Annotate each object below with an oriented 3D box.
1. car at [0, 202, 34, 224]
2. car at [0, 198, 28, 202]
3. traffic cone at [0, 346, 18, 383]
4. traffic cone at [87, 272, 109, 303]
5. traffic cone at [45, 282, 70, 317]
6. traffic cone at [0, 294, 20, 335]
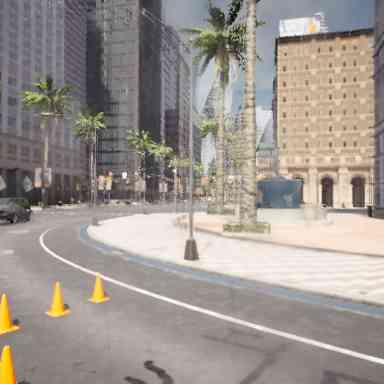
[{"bbox_3d":[-15.168,1.849,28.135,1.837,1.490,4.892,0,-1,-2],"label":"car"},{"bbox_3d":[-21.337,1.675,38.543,2.150,2.045,5.566,0,-1,13],"label":"car"},{"bbox_3d":[-2.045,2.005,3.673,0.340,0.580,0.340,0,-1,34],"label":"traffic cone"},{"bbox_3d":[-2.048,2.056,7.278,0.340,0.580,0.340,0,-1,34],"label":"traffic cone"},{"bbox_3d":[-2.602,2.042,6.446,0.340,0.580,0.340,0,-1,34],"label":"traffic cone"},{"bbox_3d":[-3.156,2.028,5.613,0.340,0.580,0.340,0,-1,34],"label":"traffic cone"}]
